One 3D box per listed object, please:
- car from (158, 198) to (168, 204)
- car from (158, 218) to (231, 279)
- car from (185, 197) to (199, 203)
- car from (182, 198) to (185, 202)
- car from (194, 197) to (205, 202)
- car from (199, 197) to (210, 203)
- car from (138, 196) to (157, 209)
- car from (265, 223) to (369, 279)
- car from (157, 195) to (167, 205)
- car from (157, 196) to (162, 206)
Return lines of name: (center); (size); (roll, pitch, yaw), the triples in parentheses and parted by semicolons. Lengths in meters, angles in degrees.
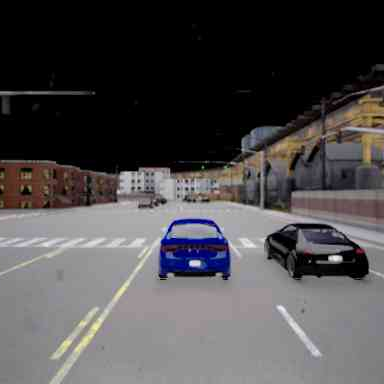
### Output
car: (-7.058, 2.124, 81.471); (2.033, 1.411, 5.357); (0, 0, 0)
car: (0.038, 1.553, 10.327); (1.882, 1.535, 5.008); (0, 0, -1)
car: (-0.076, 1.950, 84.067); (2.097, 1.767, 4.553); (0, 0, -3)
car: (-1.245, 2.089, 94.187); (2.033, 1.411, 5.357); (0, 0, -17)
car: (2.150, 2.073, 95.038); (1.812, 1.442, 4.674); (0, 0, -17)
car: (3.412, 2.083, 84.958); (1.882, 1.535, 5.008); (0, 0, -3)
car: (-7.121, 1.725, 51.932); (2.097, 1.767, 4.553); (0, 0, 0)
car: (3.574, 1.639, 10.269); (1.994, 1.385, 4.181); (0, -1, 0)
car: (-7.050, 1.735, 70.967); (2.150, 2.045, 5.566); (0, 0, 0)
car: (-7.095, 1.962, 60.730); (1.812, 1.442, 4.674); (0, 0, 0)
